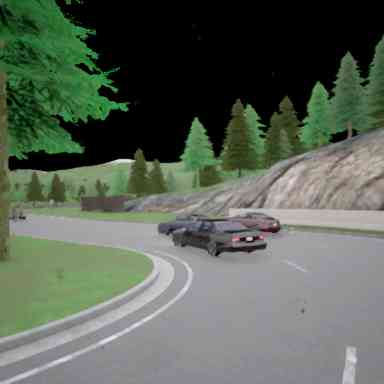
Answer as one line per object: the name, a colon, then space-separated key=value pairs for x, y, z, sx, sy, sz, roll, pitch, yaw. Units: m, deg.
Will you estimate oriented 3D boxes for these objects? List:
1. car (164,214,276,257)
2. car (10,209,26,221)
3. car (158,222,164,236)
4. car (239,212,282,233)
car: x=0.937 y=1.874 z=14.593 sx=2.033 sy=1.411 sz=5.357 roll=0 pitch=-2 yaw=-28
car: x=-23.765 y=3.054 z=44.820 sx=2.033 sy=1.411 sz=5.357 roll=0 pitch=-2 yaw=-36
car: x=-0.210 y=2.054 z=20.748 sx=4.181 sy=1.385 sz=1.994 roll=-2 pitch=-2 yaw=43
car: x=3.699 y=1.998 z=21.656 sx=1.994 sy=1.385 sz=4.181 roll=0 pitch=-2 yaw=-42
